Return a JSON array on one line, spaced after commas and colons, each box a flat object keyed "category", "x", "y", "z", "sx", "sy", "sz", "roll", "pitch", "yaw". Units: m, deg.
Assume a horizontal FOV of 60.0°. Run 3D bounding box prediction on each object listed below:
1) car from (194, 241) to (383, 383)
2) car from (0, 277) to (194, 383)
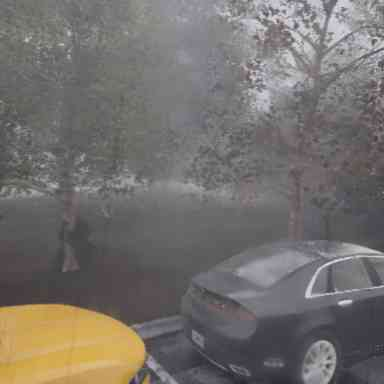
[{"category": "car", "x": 2.220, "y": 1.514, "z": 5.101, "sx": 4.892, "sy": 1.521, "sz": 2.231, "roll": 1, "pitch": 0, "yaw": -28}, {"category": "car", "x": -2.651, "y": 1.464, "z": 2.064, "sx": 5.008, "sy": 1.535, "sz": 2.097, "roll": 0, "pitch": 0, "yaw": -36}]
